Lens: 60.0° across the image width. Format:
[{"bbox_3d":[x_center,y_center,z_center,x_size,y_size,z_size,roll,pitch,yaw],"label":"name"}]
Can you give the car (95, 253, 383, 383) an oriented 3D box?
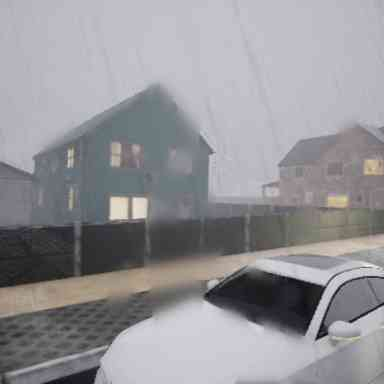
[{"bbox_3d":[1.251,1.551,3.962,4.674,1.442,1.812,0,0,-36],"label":"car"}]
